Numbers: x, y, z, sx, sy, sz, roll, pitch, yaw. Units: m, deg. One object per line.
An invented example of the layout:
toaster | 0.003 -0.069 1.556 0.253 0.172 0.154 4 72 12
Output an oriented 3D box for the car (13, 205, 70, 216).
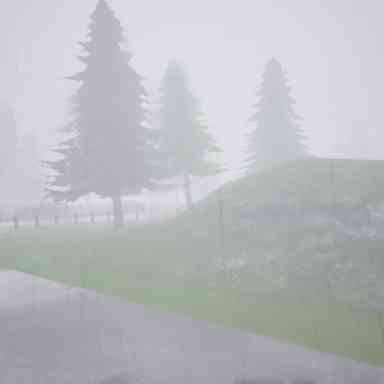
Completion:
car | -13.863 1.564 30.788 2.128 1.511 4.902 0 0 44

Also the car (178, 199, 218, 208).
car | 0.824 1.612 43.401 5.357 1.411 2.033 0 0 -35

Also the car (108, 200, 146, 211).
car | -7.232 1.634 37.121 4.181 1.385 1.994 0 0 -40
